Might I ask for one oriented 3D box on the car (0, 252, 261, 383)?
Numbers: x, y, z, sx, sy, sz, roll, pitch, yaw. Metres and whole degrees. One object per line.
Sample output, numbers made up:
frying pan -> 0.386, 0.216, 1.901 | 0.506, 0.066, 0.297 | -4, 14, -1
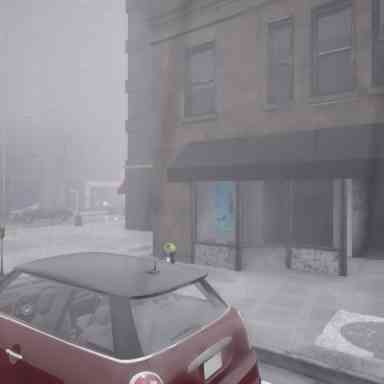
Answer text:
car -> -1.405, 1.440, 3.851 | 4.097, 1.590, 1.967 | 0, 0, 36

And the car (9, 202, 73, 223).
car -> -11.377, 1.515, 25.367 | 1.812, 1.442, 4.674 | 0, 0, 37

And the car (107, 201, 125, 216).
car -> -6.253, 1.555, 32.644 | 1.994, 1.385, 4.181 | 0, 0, 35
